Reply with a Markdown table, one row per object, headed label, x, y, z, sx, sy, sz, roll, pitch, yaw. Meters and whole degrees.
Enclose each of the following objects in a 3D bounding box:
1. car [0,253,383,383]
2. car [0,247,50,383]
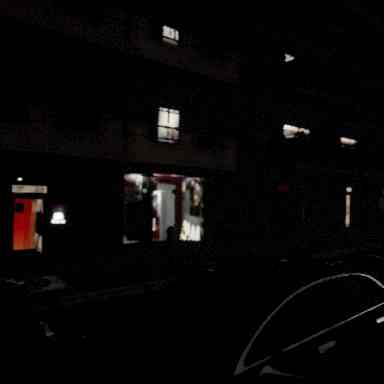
| label | x | y | z | sx | sy | sz | roll | pitch | yaw |
| --- | --- | --- | --- | --- | --- | --- | --- | --- | --- |
| car | 0.684 | 1.520 | 3.558 | 4.892 | 1.490 | 1.837 | 0 | 0 | -36 |
| car | -3.920 | 1.558 | 3.281 | 4.313 | 1.339 | 1.947 | 0 | 1 | -35 |
